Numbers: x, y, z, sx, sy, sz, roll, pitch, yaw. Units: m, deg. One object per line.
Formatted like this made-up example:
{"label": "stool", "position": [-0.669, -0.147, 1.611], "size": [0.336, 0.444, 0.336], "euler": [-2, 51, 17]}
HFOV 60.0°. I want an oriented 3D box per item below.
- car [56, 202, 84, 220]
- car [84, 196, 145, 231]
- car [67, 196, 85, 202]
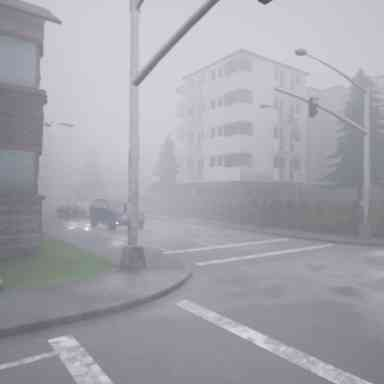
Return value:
{"label": "car", "position": [-11.272, 1.863, 31.375], "size": [1.895, 1.301, 4.718], "euler": [1, 0, -35]}
{"label": "car", "position": [-5.334, 1.484, 23.069], "size": [2.150, 2.045, 5.566], "euler": [1, 0, -36]}
{"label": "car", "position": [-14.781, 1.522, 43.190], "size": [2.150, 2.045, 5.566], "euler": [1, 0, -31]}
